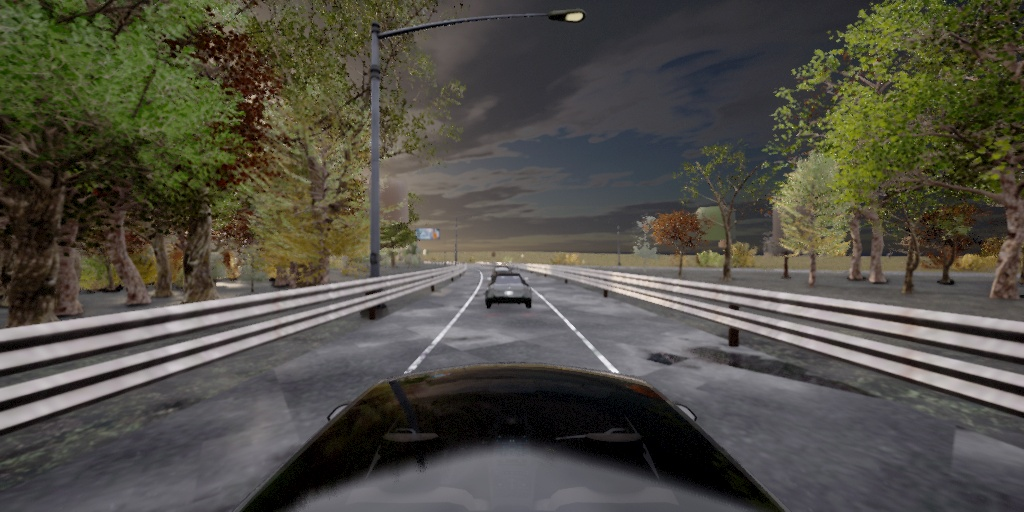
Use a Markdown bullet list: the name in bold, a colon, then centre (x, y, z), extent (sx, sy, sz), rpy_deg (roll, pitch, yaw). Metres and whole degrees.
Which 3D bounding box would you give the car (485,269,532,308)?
- **car**: centre (-0.180, 1.448, 16.190), extent (1.994, 1.385, 4.181), rpy_deg (0, 0, -2)

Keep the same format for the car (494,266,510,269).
- **car**: centre (-0.878, 1.552, 31.346), extent (1.812, 1.442, 4.674), rpy_deg (0, 0, -4)
